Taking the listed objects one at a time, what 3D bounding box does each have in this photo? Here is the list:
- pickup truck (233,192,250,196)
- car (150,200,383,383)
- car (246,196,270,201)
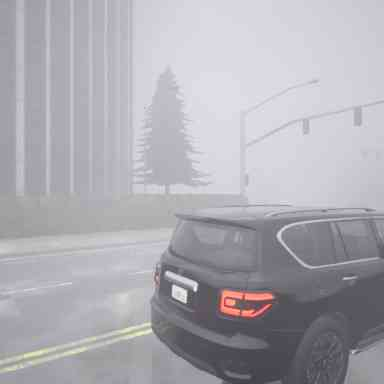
[{"bbox_3d":[10.283,1.059,68.812,2.390,2.098,6.274,0,0,-5],"label":"pickup truck"},{"bbox_3d":[2.067,1.221,5.213,5.566,2.045,2.150,0,0,-35],"label":"car"},{"bbox_3d":[9.018,1.564,42.376,1.994,1.385,4.181,0,0,-36],"label":"car"}]
